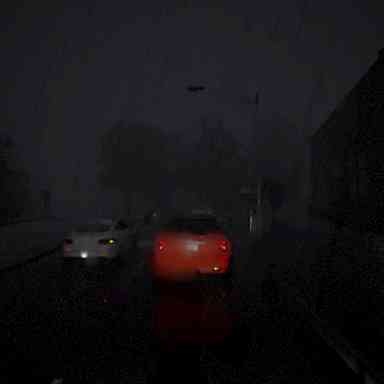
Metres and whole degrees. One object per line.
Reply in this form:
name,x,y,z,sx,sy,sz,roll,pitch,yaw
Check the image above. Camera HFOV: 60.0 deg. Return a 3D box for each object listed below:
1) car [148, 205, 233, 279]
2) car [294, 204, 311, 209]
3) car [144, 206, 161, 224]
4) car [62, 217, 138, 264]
car,0.045,1.454,10.533,2.097,1.767,4.553,0,-1,1
car,26.435,3.637,79.043,2.128,1.511,4.902,2,-5,-27
car,-2.418,1.784,26.719,1.994,1.385,4.181,-1,-1,7
car,-3.189,1.641,12.155,1.812,1.442,4.674,0,0,0
